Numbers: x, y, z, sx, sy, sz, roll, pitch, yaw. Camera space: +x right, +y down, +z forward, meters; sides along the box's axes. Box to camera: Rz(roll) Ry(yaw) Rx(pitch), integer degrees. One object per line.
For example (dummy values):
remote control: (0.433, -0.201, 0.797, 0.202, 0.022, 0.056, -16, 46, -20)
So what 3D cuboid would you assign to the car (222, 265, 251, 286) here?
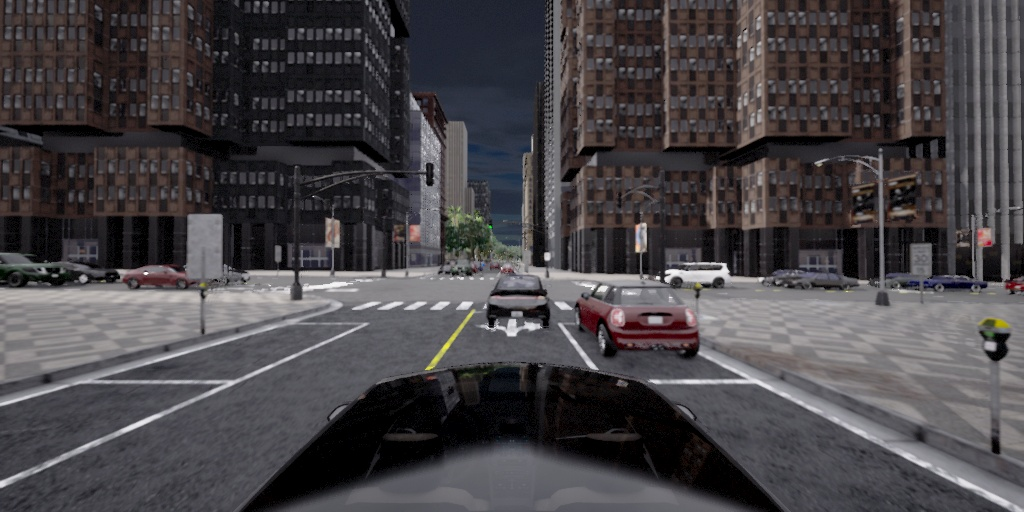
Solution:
car: (-21.140, 1.270, 25.267, 4.902, 1.511, 2.128, 1, -1, 1)

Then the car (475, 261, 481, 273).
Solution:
car: (-6.541, 1.950, 57.038, 1.882, 1.535, 5.008, 0, -1, 0)

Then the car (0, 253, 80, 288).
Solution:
car: (-30.737, 0.827, 21.940, 5.566, 2.045, 2.150, 1, -1, -1)

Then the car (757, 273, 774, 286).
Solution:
car: (24.779, 2.004, 32.249, 4.902, 1.511, 2.128, 1, -1, -1)

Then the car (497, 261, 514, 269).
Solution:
car: (-0.646, 1.810, 50.206, 1.967, 1.591, 4.097, 0, 0, 0)

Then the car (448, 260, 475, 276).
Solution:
car: (-6.482, 1.546, 47.052, 2.150, 2.045, 5.566, 0, -1, 0)

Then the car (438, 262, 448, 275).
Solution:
car: (-9.171, 1.936, 50.146, 1.948, 1.339, 4.313, 0, 0, 0)

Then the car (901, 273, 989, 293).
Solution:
car: (35.139, 2.228, 29.055, 4.718, 1.301, 1.895, 1, -1, 0)

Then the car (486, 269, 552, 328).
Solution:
car: (0.300, 1.371, 12.027, 2.128, 1.511, 4.902, 0, -1, 4)

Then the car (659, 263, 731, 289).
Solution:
car: (14.574, 1.548, 28.917, 5.566, 2.045, 2.150, 1, -1, 1)

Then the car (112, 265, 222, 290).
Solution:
car: (-21.036, 1.269, 22.005, 4.674, 1.442, 1.812, 1, -1, 0)

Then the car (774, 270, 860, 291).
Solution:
car: (24.814, 2.023, 28.997, 5.357, 1.411, 2.033, 1, -1, 0)

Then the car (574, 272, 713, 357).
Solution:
car: (2.757, 1.279, 8.821, 1.967, 1.591, 4.097, 0, 0, 0)

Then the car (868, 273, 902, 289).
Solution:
car: (34.801, 2.223, 32.304, 4.181, 1.385, 1.994, 1, -1, -1)

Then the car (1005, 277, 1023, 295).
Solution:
car: (38.622, 2.116, 25.638, 5.008, 1.535, 1.882, 1, -1, 0)

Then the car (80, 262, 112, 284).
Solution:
car: (-30.529, 1.151, 25.194, 4.892, 1.490, 1.837, 1, -1, 0)

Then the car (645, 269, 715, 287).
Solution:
car: (14.980, 1.917, 32.176, 5.357, 1.411, 2.033, 1, -1, 1)
